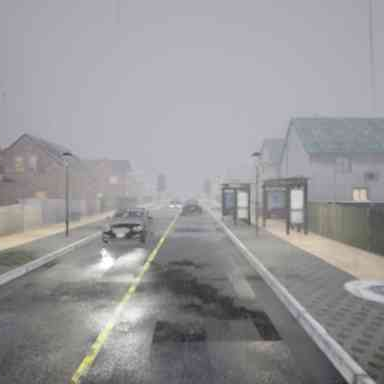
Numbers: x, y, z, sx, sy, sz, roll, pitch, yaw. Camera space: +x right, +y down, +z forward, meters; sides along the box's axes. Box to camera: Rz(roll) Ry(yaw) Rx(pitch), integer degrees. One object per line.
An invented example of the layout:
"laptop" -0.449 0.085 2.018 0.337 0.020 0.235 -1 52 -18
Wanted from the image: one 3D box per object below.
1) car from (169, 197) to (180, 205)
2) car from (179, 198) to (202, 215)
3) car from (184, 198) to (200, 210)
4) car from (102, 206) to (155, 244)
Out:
"car" -2.802 1.579 57.448 1.994 1.385 4.181 0 0 0
"car" 0.027 1.523 33.878 1.994 1.385 4.181 0 0 0
"car" 0.011 1.525 44.015 2.033 1.411 5.357 0 0 0
"car" -2.851 1.460 15.733 2.128 1.511 4.902 0 0 0
